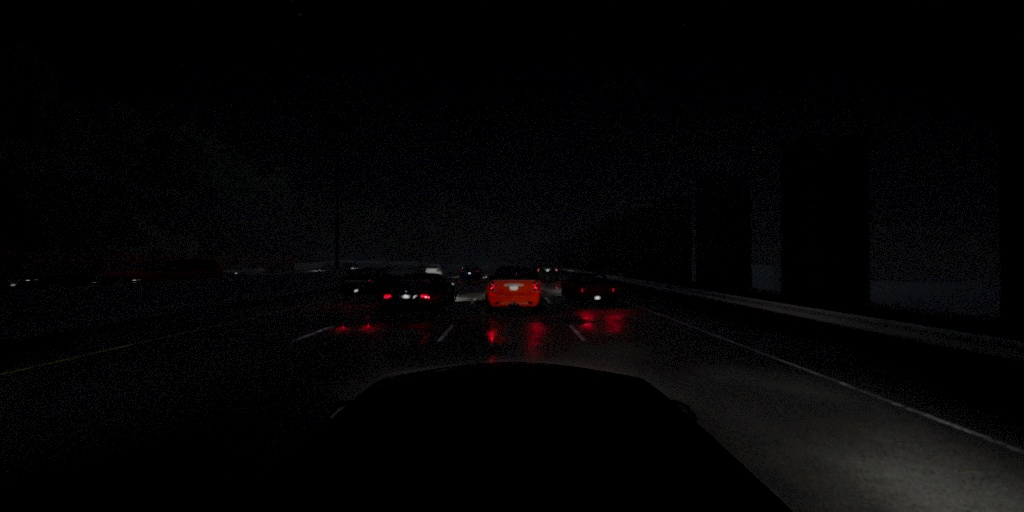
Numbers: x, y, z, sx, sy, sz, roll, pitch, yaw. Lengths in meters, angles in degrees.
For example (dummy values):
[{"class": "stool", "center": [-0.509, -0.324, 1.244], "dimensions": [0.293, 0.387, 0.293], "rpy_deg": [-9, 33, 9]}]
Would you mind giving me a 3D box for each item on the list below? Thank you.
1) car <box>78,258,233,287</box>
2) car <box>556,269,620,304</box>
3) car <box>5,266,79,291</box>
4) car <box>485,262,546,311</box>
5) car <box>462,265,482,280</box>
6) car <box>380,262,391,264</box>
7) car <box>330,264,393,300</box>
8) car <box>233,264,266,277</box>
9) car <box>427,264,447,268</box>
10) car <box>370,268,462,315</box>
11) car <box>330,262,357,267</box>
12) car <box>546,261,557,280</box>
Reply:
[{"class": "car", "center": [-17.681, 1.092, 18.375], "dimensions": [2.150, 2.045, 5.566], "rpy_deg": [0, -1, -1]}, {"class": "car", "center": [3.527, 1.461, 17.138], "dimensions": [1.895, 1.301, 4.718], "rpy_deg": [0, 0, -1]}, {"class": "car", "center": [-28.286, 1.391, 22.744], "dimensions": [2.128, 1.511, 4.902], "rpy_deg": [0, 0, -1]}, {"class": "car", "center": [0.046, 1.197, 15.043], "dimensions": [2.097, 1.767, 4.553], "rpy_deg": [0, 0, -1]}, {"class": "car", "center": [-3.953, 1.549, 34.751], "dimensions": [1.994, 1.385, 4.181], "rpy_deg": [0, 0, -2]}, {"class": "car", "center": [-20.278, 1.674, 57.523], "dimensions": [1.812, 1.442, 4.674], "rpy_deg": [0, 0, -8]}, {"class": "car", "center": [-6.998, 1.361, 18.457], "dimensions": [2.128, 1.511, 4.902], "rpy_deg": [0, 0, -1]}, {"class": "car", "center": [-25.148, 1.503, 33.639], "dimensions": [1.812, 1.442, 4.674], "rpy_deg": [0, -1, -2]}, {"class": "car", "center": [-7.488, 1.515, 35.272], "dimensions": [1.812, 1.442, 4.674], "rpy_deg": [0, 0, -2]}, {"class": "car", "center": [-3.437, 1.385, 14.076], "dimensions": [2.033, 1.411, 5.357], "rpy_deg": [0, 0, 0]}, {"class": "car", "center": [-22.856, 1.583, 49.716], "dimensions": [2.128, 1.511, 4.902], "rpy_deg": [0, 0, -7]}, {"class": "car", "center": [3.080, 1.332, 33.986], "dimensions": [2.097, 1.767, 4.553], "rpy_deg": [0, 0, -2]}]
